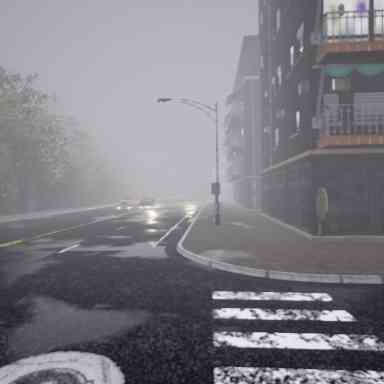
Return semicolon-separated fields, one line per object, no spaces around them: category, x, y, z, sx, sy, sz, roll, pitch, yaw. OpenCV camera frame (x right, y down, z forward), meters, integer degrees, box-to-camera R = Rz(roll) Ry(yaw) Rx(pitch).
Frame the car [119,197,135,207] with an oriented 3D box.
car;-10.362;1.518;53.880;1.882;1.535;5.008;-1;0;4

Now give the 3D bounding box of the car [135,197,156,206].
car;-7.118;1.544;53.676;2.033;1.411;5.357;-1;0;4
